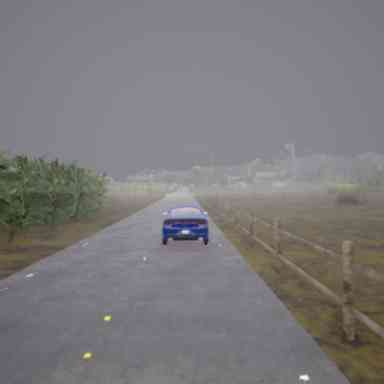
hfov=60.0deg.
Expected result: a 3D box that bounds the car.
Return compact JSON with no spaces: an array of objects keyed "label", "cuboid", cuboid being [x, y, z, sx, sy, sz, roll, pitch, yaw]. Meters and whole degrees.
[{"label":"car","cuboid":[-0.293,1.345,15.084,1.882,1.535,5.008,0,0,-1]}]
